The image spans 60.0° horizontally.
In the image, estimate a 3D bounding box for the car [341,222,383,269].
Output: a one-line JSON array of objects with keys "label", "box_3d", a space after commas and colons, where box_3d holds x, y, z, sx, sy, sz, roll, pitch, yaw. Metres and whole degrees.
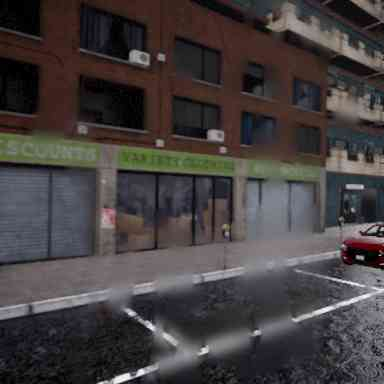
[{"label": "car", "box_3d": [6.644, 1.654, 10.827, 4.507, 1.381, 1.887, 1, 0, -35]}]
